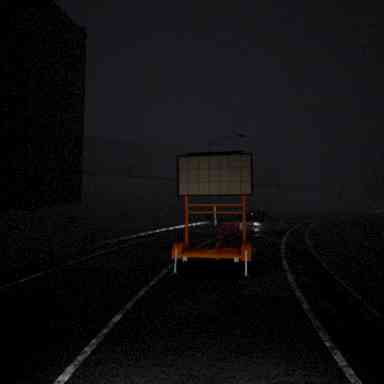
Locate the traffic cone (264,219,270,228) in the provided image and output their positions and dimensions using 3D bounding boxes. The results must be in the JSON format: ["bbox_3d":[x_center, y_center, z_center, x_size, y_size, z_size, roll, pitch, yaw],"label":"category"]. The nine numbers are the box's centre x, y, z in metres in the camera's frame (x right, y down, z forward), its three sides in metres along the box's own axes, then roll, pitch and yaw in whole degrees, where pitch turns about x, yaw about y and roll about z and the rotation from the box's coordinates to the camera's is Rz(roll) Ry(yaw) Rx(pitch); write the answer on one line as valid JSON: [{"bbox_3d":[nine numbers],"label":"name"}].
[{"bbox_3d":[5.127,2.159,22.807,0.340,0.580,0.340,-2,-1,17],"label":"traffic cone"}]

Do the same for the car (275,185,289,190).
[{"bbox_3d":[19.352,-0.811,76.084,4.674,1.452,2.002,4,-6,-39],"label":"car"}]

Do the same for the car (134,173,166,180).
[{"bbox_3d":[-7.543,-2.347,56.396,4.892,1.521,2.231,2,-5,-33],"label":"car"}]

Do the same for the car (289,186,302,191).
[{"bbox_3d":[23.473,-0.576,79.599,4.892,1.521,2.231,4,-6,-40],"label":"car"}]

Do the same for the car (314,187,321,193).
[{"bbox_3d":[31.787,-0.179,87.166,5.566,2.045,2.435,5,-6,-43],"label":"car"}]

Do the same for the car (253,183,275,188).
[{"bbox_3d":[15.080,-1.091,72.600,4.792,1.488,2.163,3,-6,-38],"label":"car"}]

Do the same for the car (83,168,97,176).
[{"bbox_3d":[-16.696,-2.866,50.422,4.553,1.767,2.185,2,-5,-33],"label":"car"}]

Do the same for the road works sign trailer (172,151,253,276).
[{"bbox_3d":[0.756,0.525,10.657,2.380,3.560,2.880,-1,-1,12],"label":"road works sign trailer"}]

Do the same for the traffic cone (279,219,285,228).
[{"bbox_3d":[6.083,2.130,22.523,0.340,0.580,0.340,-2,-1,17],"label":"traffic cone"}]

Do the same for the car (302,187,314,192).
[{"bbox_3d":[27.674,-0.391,83.354,4.553,1.767,2.185,4,-6,-42],"label":"car"}]

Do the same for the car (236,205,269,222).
[{"bbox_3d":[5.721,1.966,30.968,1.812,1.442,4.674,-3,-2,33],"label":"car"}]

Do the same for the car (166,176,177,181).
[{"bbox_3d":[-2.930,-2.136,59.420,4.892,1.521,2.231,3,-5,-33],"label":"car"}]
